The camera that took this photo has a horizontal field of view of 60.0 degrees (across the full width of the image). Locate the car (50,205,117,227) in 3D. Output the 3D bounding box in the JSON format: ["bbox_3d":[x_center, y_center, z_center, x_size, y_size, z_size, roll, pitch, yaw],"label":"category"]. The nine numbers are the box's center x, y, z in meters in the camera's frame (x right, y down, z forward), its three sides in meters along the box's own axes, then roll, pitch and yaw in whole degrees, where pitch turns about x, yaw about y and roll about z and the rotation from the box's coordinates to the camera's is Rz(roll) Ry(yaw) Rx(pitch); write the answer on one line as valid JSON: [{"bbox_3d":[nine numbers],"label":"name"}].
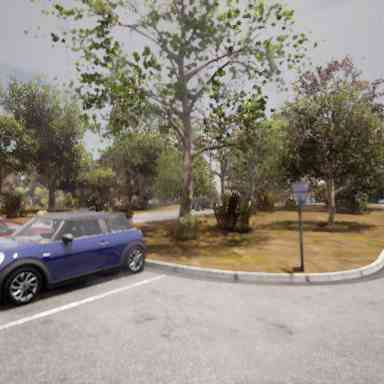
[{"bbox_3d":[-8.398,1.828,26.190,1.895,1.301,4.718,-3,-1,36],"label":"car"}]

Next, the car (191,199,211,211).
[{"bbox_3d":[1.113,1.518,39.470,1.812,1.442,4.674,-3,-1,35],"label":"car"}]

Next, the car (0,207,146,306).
[{"bbox_3d":[-3.264,1.307,8.170,2.185,1.767,4.553,0,0,35],"label":"car"}]
